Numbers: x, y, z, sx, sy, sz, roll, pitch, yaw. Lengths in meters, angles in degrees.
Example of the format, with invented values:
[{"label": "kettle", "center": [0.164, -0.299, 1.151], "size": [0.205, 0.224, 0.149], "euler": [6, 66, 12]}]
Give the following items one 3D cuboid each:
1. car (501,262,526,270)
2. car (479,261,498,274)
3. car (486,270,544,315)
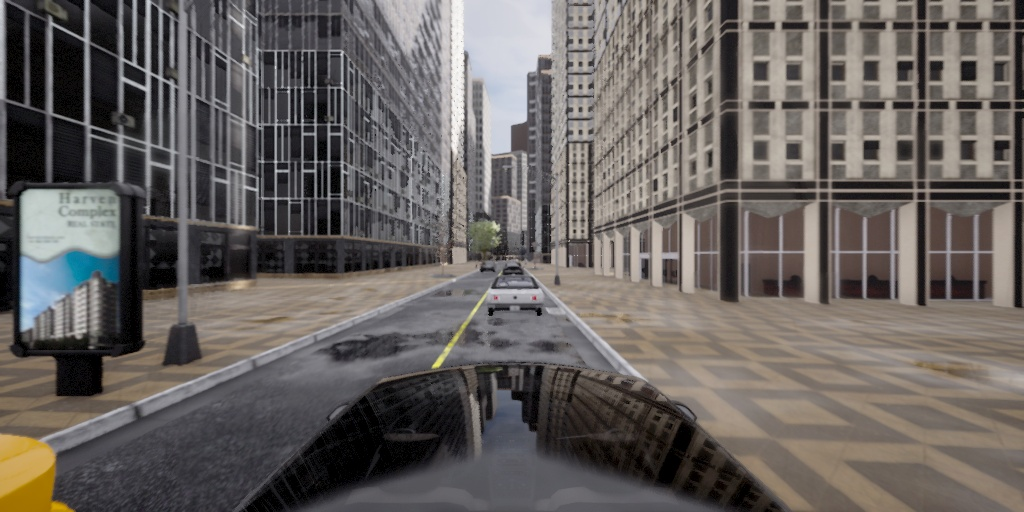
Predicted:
[{"label": "car", "center": [0.110, 1.282, 31.181], "size": [1.837, 1.490, 4.892], "euler": [0, 0, 0]}, {"label": "car", "center": [-2.823, 1.302, 43.094], "size": [1.837, 1.490, 4.892], "euler": [0, 0, 0]}, {"label": "car", "center": [0.102, 1.362, 13.548], "size": [1.895, 1.301, 4.718], "euler": [0, 0, 0]}]
